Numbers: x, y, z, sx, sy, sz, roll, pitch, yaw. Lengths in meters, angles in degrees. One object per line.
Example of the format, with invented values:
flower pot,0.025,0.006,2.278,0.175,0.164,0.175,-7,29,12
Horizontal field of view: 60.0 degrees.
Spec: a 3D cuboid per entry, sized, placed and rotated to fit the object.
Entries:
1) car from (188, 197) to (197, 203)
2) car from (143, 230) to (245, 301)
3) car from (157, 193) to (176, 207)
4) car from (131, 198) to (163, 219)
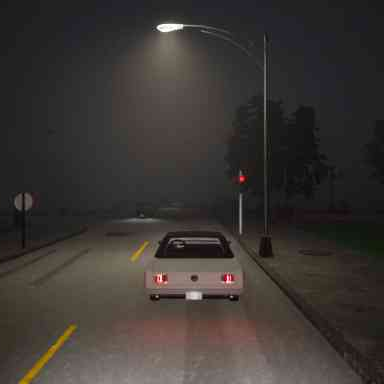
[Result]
car,0.035,1.601,69.468,1.895,1.301,4.718,0,0,0
car,0.061,1.601,8.278,1.895,1.301,4.718,0,0,0
car,-4.067,1.223,51.234,2.150,2.045,5.566,0,0,0
car,-4.086,1.548,29.827,2.033,1.411,5.357,0,0,0
